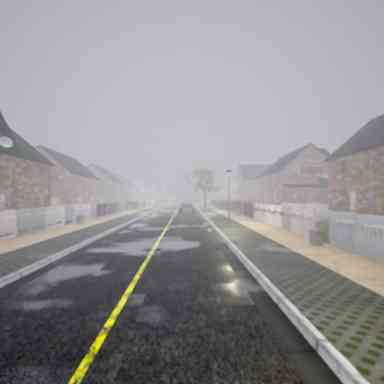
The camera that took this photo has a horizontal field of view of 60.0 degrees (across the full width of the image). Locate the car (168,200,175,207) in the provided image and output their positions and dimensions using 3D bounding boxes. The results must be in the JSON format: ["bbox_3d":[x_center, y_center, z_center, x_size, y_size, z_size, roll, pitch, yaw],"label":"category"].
[{"bbox_3d":[-4.056,2.454,70.800,1.882,1.535,5.008,0,-1,-1],"label":"car"}]

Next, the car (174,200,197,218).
[{"bbox_3d":[-0.544,1.896,35.678,2.128,1.511,4.902,0,-1,-1],"label":"car"}]

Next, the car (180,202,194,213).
[{"bbox_3d":[-0.748,2.145,47.355,1.994,1.385,4.181,0,-1,-2],"label":"car"}]
